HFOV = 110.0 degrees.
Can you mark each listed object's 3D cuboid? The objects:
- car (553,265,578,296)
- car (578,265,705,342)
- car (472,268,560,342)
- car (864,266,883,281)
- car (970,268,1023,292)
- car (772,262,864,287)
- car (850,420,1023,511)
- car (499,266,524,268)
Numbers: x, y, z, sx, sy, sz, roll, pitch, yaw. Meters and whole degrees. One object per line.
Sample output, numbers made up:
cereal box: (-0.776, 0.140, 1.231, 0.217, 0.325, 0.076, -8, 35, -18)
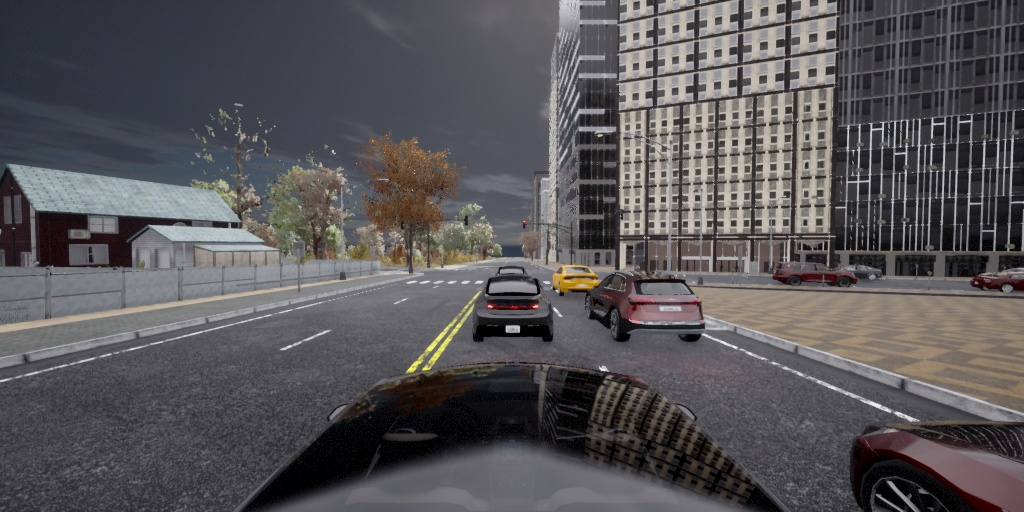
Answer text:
car: (3.285, 1.224, 19.253, 1.882, 1.535, 5.008, 0, 0, 0)
car: (3.335, 1.177, 9.790, 2.033, 1.649, 4.856, 0, 0, 0)
car: (0.031, 1.252, 9.774, 1.837, 1.490, 4.892, 0, 0, 0)
car: (30.991, 1.468, 32.940, 4.403, 1.370, 2.007, 0, 0, 20)
car: (33.621, 1.715, 23.598, 4.507, 1.381, 1.888, 0, 0, 20)
car: (22.968, 1.393, 27.477, 5.009, 1.841, 2.192, 0, 0, 20)
car: (3.352, 1.254, 0.529, 2.163, 1.488, 4.792, 0, 0, 0)
car: (-0.029, 1.251, 18.441, 1.837, 1.490, 4.892, 0, 0, 0)
